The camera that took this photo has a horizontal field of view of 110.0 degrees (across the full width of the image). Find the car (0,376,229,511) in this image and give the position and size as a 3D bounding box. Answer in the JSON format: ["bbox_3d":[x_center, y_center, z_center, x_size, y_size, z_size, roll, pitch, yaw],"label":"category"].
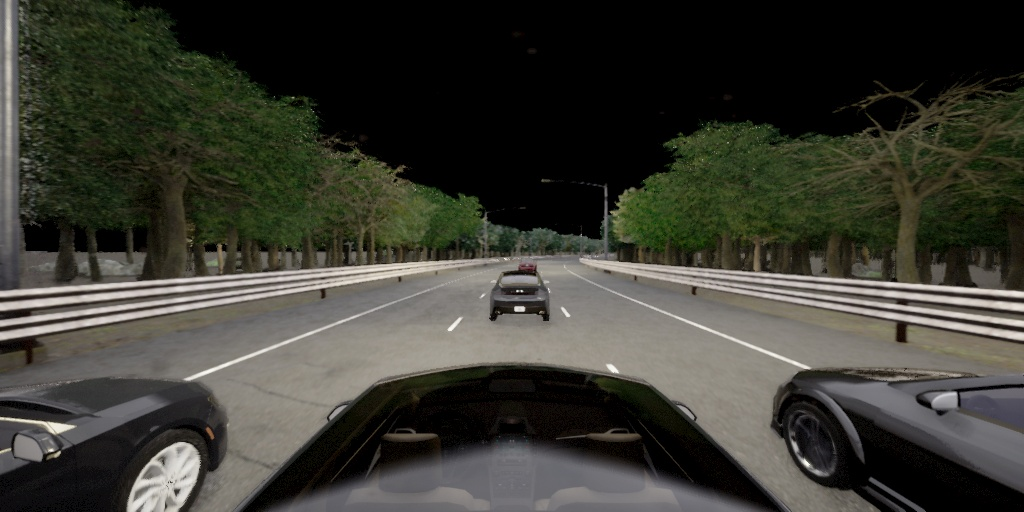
[{"bbox_3d":[-3.372,1.252,1.097,1.837,1.490,4.892,0,0,0],"label":"car"}]

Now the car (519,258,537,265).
[{"bbox_3d":[1.896,1.051,42.434,2.097,1.767,4.553,0,0,5],"label":"car"}]

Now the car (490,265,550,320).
[{"bbox_3d":[0.277,1.249,12.554,1.837,1.490,4.892,0,0,1],"label":"car"}]

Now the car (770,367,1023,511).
[{"bbox_3d":[3.631,1.317,1.932,1.994,1.385,4.181,0,0,0],"label":"car"}]
